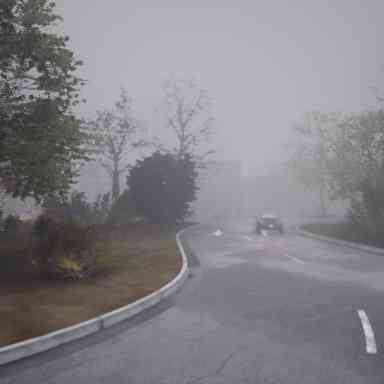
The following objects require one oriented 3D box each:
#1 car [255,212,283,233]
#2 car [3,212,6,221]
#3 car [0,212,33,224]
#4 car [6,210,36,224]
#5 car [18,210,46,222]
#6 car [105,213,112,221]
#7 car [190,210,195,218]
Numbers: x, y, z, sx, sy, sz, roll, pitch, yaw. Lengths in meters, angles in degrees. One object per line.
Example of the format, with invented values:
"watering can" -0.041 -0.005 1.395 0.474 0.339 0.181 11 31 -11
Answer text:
"car" 5.775 2.238 25.189 1.812 1.442 4.674 -1 -2 8
"car" -22.202 3.212 39.509 1.946 1.575 5.366 -2 -2 -2
"car" -24.228 3.490 44.698 4.674 1.442 1.812 -2 -2 -2
"car" -19.545 3.128 39.624 1.946 1.575 5.366 -2 -2 -2
"car" -24.879 3.677 52.037 1.946 1.575 5.366 -2 -2 -2
"car" -11.055 2.915 40.194 2.231 1.521 4.892 -1 -2 -3
"car" -2.414 2.623 45.063 5.566 2.045 2.150 -1 -3 9
